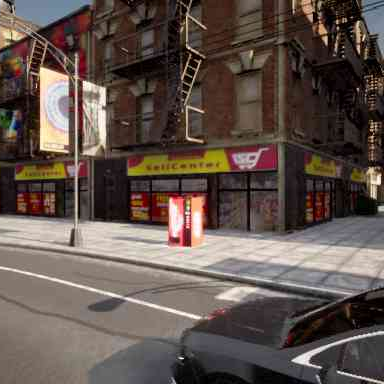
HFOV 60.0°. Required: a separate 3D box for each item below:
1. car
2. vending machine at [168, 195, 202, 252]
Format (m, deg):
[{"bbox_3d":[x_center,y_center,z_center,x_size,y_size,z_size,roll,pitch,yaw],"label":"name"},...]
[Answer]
[{"bbox_3d":[2.047,1.504,2.532,4.892,1.490,1.837,0,0,36],"label":"car"},{"bbox_3d":[-0.255,1.195,13.112,0.880,2.100,1.100,0,0,34],"label":"vending machine"}]
